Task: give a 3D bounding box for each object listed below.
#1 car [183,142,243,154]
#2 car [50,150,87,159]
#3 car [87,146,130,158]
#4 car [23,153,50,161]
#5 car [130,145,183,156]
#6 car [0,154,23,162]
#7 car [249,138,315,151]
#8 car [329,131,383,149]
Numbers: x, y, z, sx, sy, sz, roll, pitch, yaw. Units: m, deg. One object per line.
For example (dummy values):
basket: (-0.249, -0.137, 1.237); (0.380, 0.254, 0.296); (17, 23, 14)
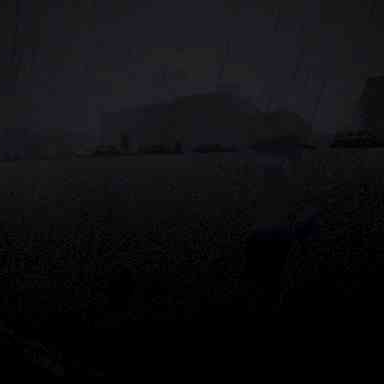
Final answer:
car: (2.015, -3.445, 27.905); (4.674, 1.452, 2.002); (1, 1, 28)
car: (-12.594, -3.826, 36.129); (5.008, 1.535, 2.097); (1, 1, 32)
car: (-7.840, -3.839, 33.312); (4.553, 1.767, 2.185); (1, 1, 31)
car: (-17.306, -3.899, 39.058); (4.674, 1.452, 2.002); (1, 1, 33)
car: (-2.848, -3.567, 30.512); (4.792, 1.488, 2.163); (1, 1, 29)
car: (-21.953, -4.047, 42.086); (4.892, 1.521, 2.231); (1, 1, 34)
car: (6.847, -3.372, 25.447); (4.892, 1.521, 2.231); (1, 1, 27)
car: (11.928, -3.364, 23.004); (4.553, 1.767, 2.185); (2, 1, 26)
